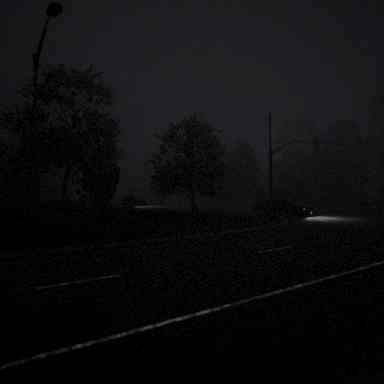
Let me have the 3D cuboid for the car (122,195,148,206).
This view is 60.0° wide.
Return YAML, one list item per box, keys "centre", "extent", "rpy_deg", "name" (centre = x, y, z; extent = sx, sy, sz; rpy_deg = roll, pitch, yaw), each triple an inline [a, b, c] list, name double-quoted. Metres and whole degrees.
- centre: [-8.134, 1.154, 47.010]
  extent: [1.882, 1.535, 5.008]
  rpy_deg: [-2, 1, -39]
  name: "car"

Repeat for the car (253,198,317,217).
- centre: [7.397, 1.186, 27.171]
  extent: [2.033, 1.411, 5.357]
  rpy_deg: [-2, 1, -36]
  name: "car"
